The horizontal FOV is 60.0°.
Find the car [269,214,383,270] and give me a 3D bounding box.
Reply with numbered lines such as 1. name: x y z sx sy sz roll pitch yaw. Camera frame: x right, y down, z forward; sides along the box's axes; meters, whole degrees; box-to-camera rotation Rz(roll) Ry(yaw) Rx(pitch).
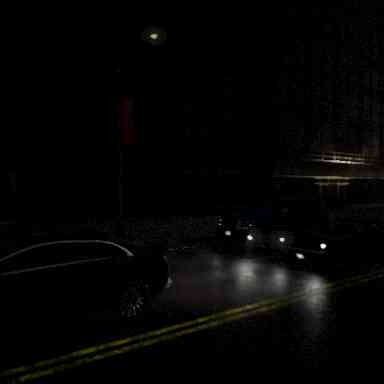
1. car: 5.016 1.587 11.119 4.718 1.301 1.895 0 0 -35

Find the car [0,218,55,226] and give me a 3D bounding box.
1. car: -4.698 1.451 8.329 5.008 1.535 1.882 0 0 -35

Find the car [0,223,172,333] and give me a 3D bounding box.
1. car: -2.694 1.475 5.765 4.902 1.511 2.128 0 0 -35

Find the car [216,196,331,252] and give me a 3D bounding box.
1. car: 3.635 1.198 14.121 5.566 2.045 2.150 0 0 -35
